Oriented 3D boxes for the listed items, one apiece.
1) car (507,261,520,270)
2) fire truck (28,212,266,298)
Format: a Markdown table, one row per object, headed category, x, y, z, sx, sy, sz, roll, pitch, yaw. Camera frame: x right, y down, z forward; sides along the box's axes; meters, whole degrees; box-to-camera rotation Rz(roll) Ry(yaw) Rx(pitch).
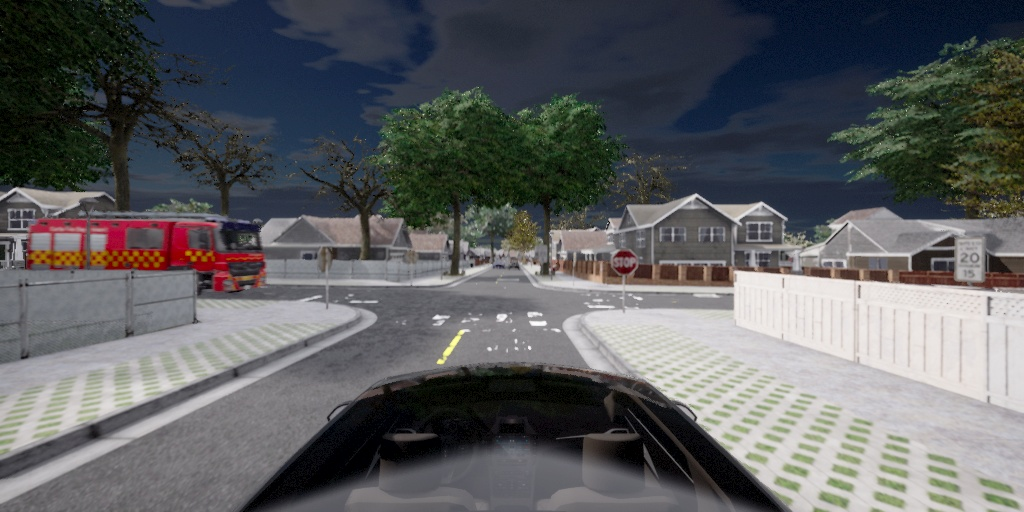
| category | x | y | z | sx | sy | sz | roll | pitch | yaw |
| --- | --- | --- | --- | --- | --- | --- | --- | --- | --- |
| car | 0.326 | 1.557 | 60.614 | 1.837 | 1.490 | 4.892 | 0 | 0 | 0 |
| fire truck | -16.313 | -0.085 | 16.455 | 8.468 | 3.827 | 2.891 | 1 | 1 | 1 |
